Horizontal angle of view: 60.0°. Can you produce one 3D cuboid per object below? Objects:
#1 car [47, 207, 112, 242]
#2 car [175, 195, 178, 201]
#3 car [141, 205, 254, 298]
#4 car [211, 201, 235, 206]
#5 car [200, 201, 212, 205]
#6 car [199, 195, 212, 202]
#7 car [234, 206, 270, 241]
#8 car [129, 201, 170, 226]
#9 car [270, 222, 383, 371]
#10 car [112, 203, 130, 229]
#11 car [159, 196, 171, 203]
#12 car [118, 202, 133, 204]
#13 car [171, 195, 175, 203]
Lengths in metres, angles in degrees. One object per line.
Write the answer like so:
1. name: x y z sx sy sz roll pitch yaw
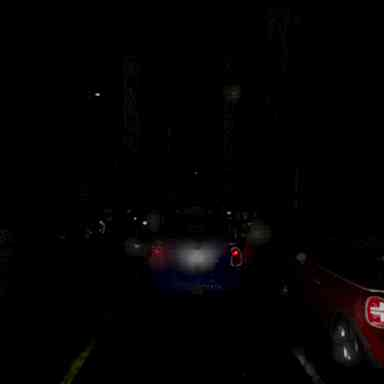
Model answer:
1. car: -5.663 1.625 16.735 1.947 1.339 4.313 0 0 0
2. car: -5.543 1.957 91.713 1.752 1.417 4.829 0 0 0
3. car: 0.104 1.382 8.770 2.097 1.767 4.553 0 0 0
4. car: 2.868 1.666 27.734 1.947 1.339 4.313 0 0 0
5. car: 0.106 1.548 19.802 1.882 1.535 5.008 0 0 0
6. car: 2.920 1.710 64.824 1.967 1.590 4.097 0 0 0
7. car: 2.862 1.610 16.731 2.008 1.369 4.403 0 0 0
8. car: -3.029 1.635 24.199 2.033 1.411 5.357 0 0 1
9. car: 2.857 1.460 5.729 1.967 1.590 4.097 0 0 0
10. car: -5.660 1.662 22.237 1.802 1.307 4.206 0 0 0
11. car: -5.605 1.852 64.841 1.802 1.307 4.206 0 0 0
12. car: -5.658 1.540 27.739 1.967 1.590 4.097 0 0 0
13. car: -5.579 1.880 75.657 2.008 1.369 4.403 0 0 0
